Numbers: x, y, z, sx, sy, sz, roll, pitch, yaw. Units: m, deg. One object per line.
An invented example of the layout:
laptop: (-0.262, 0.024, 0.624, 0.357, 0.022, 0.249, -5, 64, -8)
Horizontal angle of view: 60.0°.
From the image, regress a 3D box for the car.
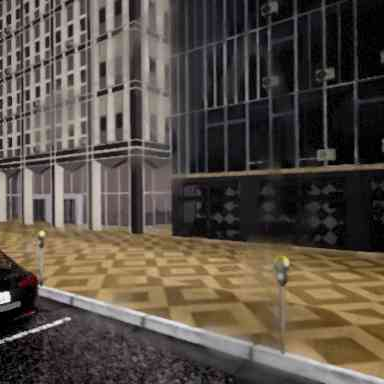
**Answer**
car: (-4.551, 1.643, 6.120, 4.313, 1.339, 1.947, -1, -1, 35)
